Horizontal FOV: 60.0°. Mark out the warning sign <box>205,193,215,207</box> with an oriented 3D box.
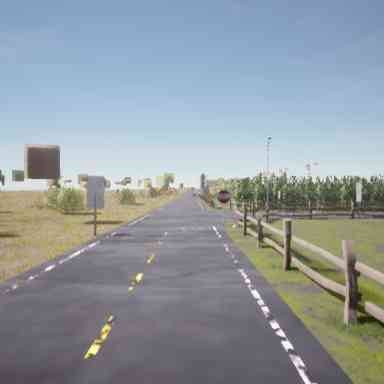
[{"bbox_3d":[2.448,1.037,45.034,1.300,1.860,1.060,0,0,0],"label":"warning sign"}]
